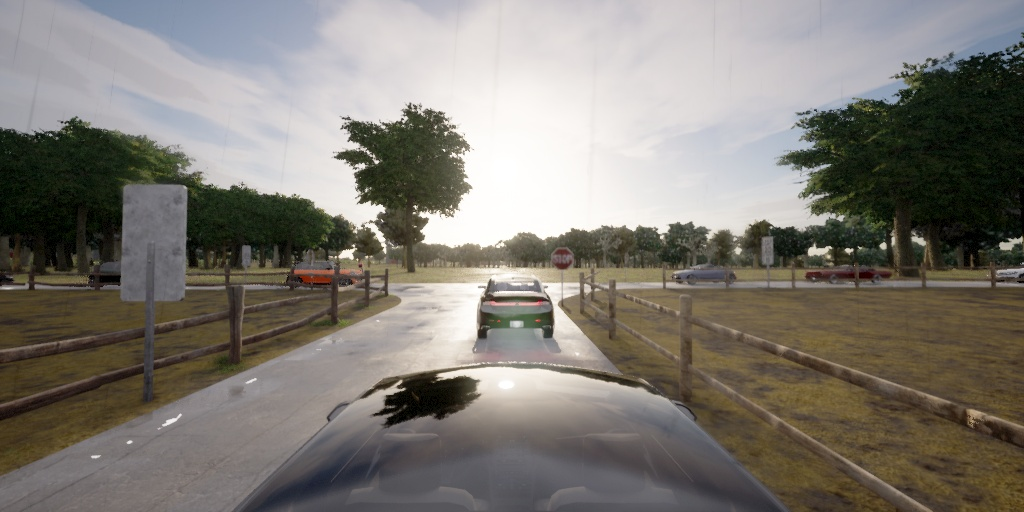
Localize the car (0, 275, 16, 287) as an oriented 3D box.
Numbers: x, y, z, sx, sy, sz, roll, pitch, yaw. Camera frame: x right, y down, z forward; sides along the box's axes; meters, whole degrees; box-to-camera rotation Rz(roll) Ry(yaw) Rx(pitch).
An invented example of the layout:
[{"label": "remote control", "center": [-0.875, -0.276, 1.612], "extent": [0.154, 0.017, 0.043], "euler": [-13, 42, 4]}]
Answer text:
[{"label": "car", "center": [-35.369, 1.309, 22.812], "extent": [5.357, 1.411, 2.033], "euler": [0, -2, 0]}]

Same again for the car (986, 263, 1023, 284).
[{"label": "car", "center": [35.811, 1.142, 24.498], "extent": [4.674, 1.442, 1.812], "euler": [0, -2, 10]}]

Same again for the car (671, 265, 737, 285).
[{"label": "car", "center": [13.732, 1.318, 25.827], "extent": [4.181, 1.385, 1.994], "euler": [0, -1, 0]}]

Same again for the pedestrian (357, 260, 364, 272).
[{"label": "pedestrian", "center": [-12.188, 1.185, 28.848], "extent": [0.375, 1.860, 0.375], "euler": [0, -1, 0]}]

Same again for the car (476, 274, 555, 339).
[{"label": "car", "center": [0.041, 1.254, 10.107], "extent": [2.128, 1.511, 4.902], "euler": [0, 0, -1]}]

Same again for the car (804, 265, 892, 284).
[{"label": "car", "center": [23.915, 1.303, 25.696], "extent": [4.718, 1.301, 1.895], "euler": [0, -2, 3]}]

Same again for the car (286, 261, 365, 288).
[{"label": "car", "center": [-11.647, 1.120, 22.874], "extent": [4.553, 1.767, 2.097], "euler": [0, -1, 0]}]

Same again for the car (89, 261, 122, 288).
[{"label": "car", "center": [-23.718, 1.117, 22.843], "extent": [4.553, 1.767, 2.097], "euler": [0, -2, 0]}]
